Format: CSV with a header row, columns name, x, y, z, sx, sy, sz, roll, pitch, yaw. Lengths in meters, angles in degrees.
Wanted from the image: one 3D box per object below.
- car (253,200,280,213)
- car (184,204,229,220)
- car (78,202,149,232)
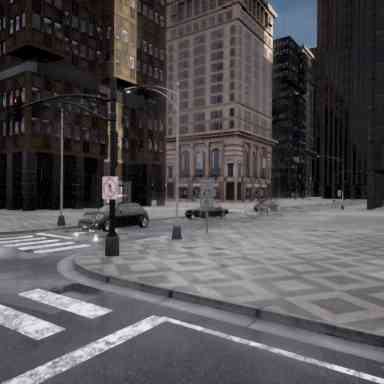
name,x,y,z,sx,sy,sz,roll,pitch,yaw
car,9.173,1.722,40.718,1.837,1.490,4.892,1,1,35
car,1.346,1.746,29.661,1.895,1.301,4.718,1,0,35
car,-4.831,1.431,20.906,2.097,1.767,4.553,1,0,35
